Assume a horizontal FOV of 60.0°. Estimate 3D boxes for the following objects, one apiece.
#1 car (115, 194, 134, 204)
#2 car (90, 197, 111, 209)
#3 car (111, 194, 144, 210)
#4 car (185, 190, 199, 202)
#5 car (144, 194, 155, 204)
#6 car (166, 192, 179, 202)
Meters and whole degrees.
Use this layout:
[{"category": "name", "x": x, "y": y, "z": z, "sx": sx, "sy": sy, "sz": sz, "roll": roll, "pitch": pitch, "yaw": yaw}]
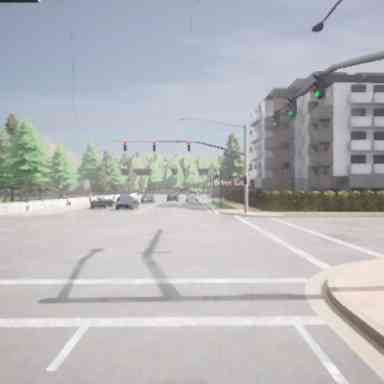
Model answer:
[{"category": "car", "x": -10.537, "y": 1.041, "z": 52.348, "sx": 1.882, "sy": 1.535, "sz": 5.008, "roll": 0, "pitch": 0, "yaw": 0}, {"category": "car", "x": -10.569, "y": 1.272, "z": 39.436, "sx": 1.895, "sy": 1.301, "sz": 4.718, "roll": 0, "pitch": 0, "yaw": 0}, {"category": "car", "x": -7.079, "y": 1.240, "z": 36.851, "sx": 2.033, "sy": 1.411, "sz": 5.357, "roll": 0, "pitch": 0, "yaw": 0}, {"category": "car", "x": 0.006, "y": 0.713, "z": 60.891, "sx": 2.150, "sy": 2.045, "sz": 5.566, "roll": 0, "pitch": 0, "yaw": 0}, {"category": "car", "x": -7.035, "y": 1.050, "z": 52.981, "sx": 2.128, "sy": 1.511, "sz": 4.902, "roll": 0, "pitch": 0, "yaw": 1}, {"category": "car", "x": -3.494, "y": 0.844, "z": 60.818, "sx": 2.097, "sy": 1.767, "sz": 4.553, "roll": 0, "pitch": 0, "yaw": 0}]
